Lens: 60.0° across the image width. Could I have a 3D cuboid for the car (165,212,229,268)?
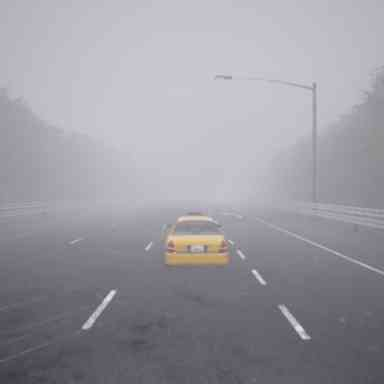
[{"bbox_3d":[0.092,1.429,11.115,1.801,1.575,5.366,0,0,-1],"label":"car"}]
